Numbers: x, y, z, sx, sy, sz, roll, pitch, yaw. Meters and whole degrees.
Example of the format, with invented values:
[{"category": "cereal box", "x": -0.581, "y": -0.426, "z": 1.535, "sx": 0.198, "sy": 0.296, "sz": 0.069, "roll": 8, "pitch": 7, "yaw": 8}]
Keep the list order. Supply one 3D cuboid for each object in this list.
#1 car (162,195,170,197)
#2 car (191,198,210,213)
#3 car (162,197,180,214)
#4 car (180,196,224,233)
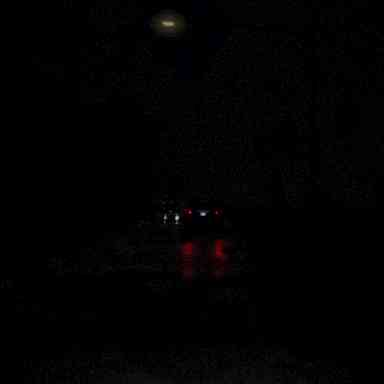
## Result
[{"category": "car", "x": -5.980, "y": 1.299, "z": 77.936, "sx": 1.882, "sy": 1.535, "sz": 5.008, "roll": 0, "pitch": 0, "yaw": -9}, {"category": "car", "x": 0.926, "y": 1.519, "z": 38.182, "sx": 1.882, "sy": 1.535, "sz": 5.008, "roll": 0, "pitch": 0, "yaw": -1}, {"category": "car", "x": -2.227, "y": 1.578, "z": 36.702, "sx": 2.033, "sy": 1.411, "sz": 5.357, "roll": 0, "pitch": 0, "yaw": -1}, {"category": "car", "x": 0.723, "y": 1.242, "z": 19.991, "sx": 2.150, "sy": 2.045, "sz": 5.566, "roll": 0, "pitch": 0, "yaw": 3}]
